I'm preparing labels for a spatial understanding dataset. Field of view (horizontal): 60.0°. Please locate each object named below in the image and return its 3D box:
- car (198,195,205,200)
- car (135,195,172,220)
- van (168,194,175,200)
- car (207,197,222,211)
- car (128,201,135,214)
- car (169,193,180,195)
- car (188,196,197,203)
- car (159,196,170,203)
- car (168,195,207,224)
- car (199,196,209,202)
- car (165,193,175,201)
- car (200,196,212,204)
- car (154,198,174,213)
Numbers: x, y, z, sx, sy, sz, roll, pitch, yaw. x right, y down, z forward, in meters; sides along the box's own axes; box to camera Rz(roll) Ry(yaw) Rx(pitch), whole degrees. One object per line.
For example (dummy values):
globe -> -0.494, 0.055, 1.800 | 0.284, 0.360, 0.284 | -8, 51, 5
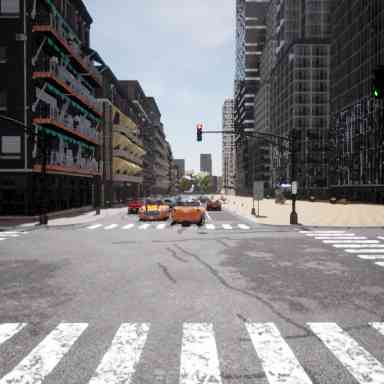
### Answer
car -> 2.673, 1.534, 92.099 | 1.752, 1.417, 4.829 | -1, 0, 0
car -> -3.091, 1.348, 27.640 | 2.097, 1.767, 4.553 | 0, 0, 0
van -> -5.676, 1.350, 91.873 | 1.690, 1.788, 3.998 | -1, 0, 0
car -> 2.658, 1.540, 41.088 | 1.887, 1.381, 4.507 | -1, 0, 0
car -> -5.690, 1.540, 35.384 | 1.887, 1.381, 4.507 | -1, 0, 0
car -> -3.032, 1.220, 58.283 | 2.150, 2.045, 5.566 | 0, 0, 1
car -> 0.128, 1.602, 69.719 | 1.895, 1.301, 4.718 | 0, 0, 0
car -> -5.680, 1.583, 69.278 | 1.802, 1.307, 4.206 | -1, 0, 0
car -> -0.222, 1.349, 24.672 | 2.097, 1.767, 4.553 | 0, 0, 4
car -> 2.669, 1.548, 74.982 | 1.887, 1.381, 4.507 | -1, 0, 0
car -> -5.679, 1.322, 86.225 | 2.192, 1.841, 5.009 | -1, 0, 0
car -> 2.665, 1.551, 63.684 | 2.008, 1.369, 4.403 | -1, 0, 0
car -> -3.085, 1.500, 37.637 | 1.837, 1.490, 4.892 | 0, 0, 0
